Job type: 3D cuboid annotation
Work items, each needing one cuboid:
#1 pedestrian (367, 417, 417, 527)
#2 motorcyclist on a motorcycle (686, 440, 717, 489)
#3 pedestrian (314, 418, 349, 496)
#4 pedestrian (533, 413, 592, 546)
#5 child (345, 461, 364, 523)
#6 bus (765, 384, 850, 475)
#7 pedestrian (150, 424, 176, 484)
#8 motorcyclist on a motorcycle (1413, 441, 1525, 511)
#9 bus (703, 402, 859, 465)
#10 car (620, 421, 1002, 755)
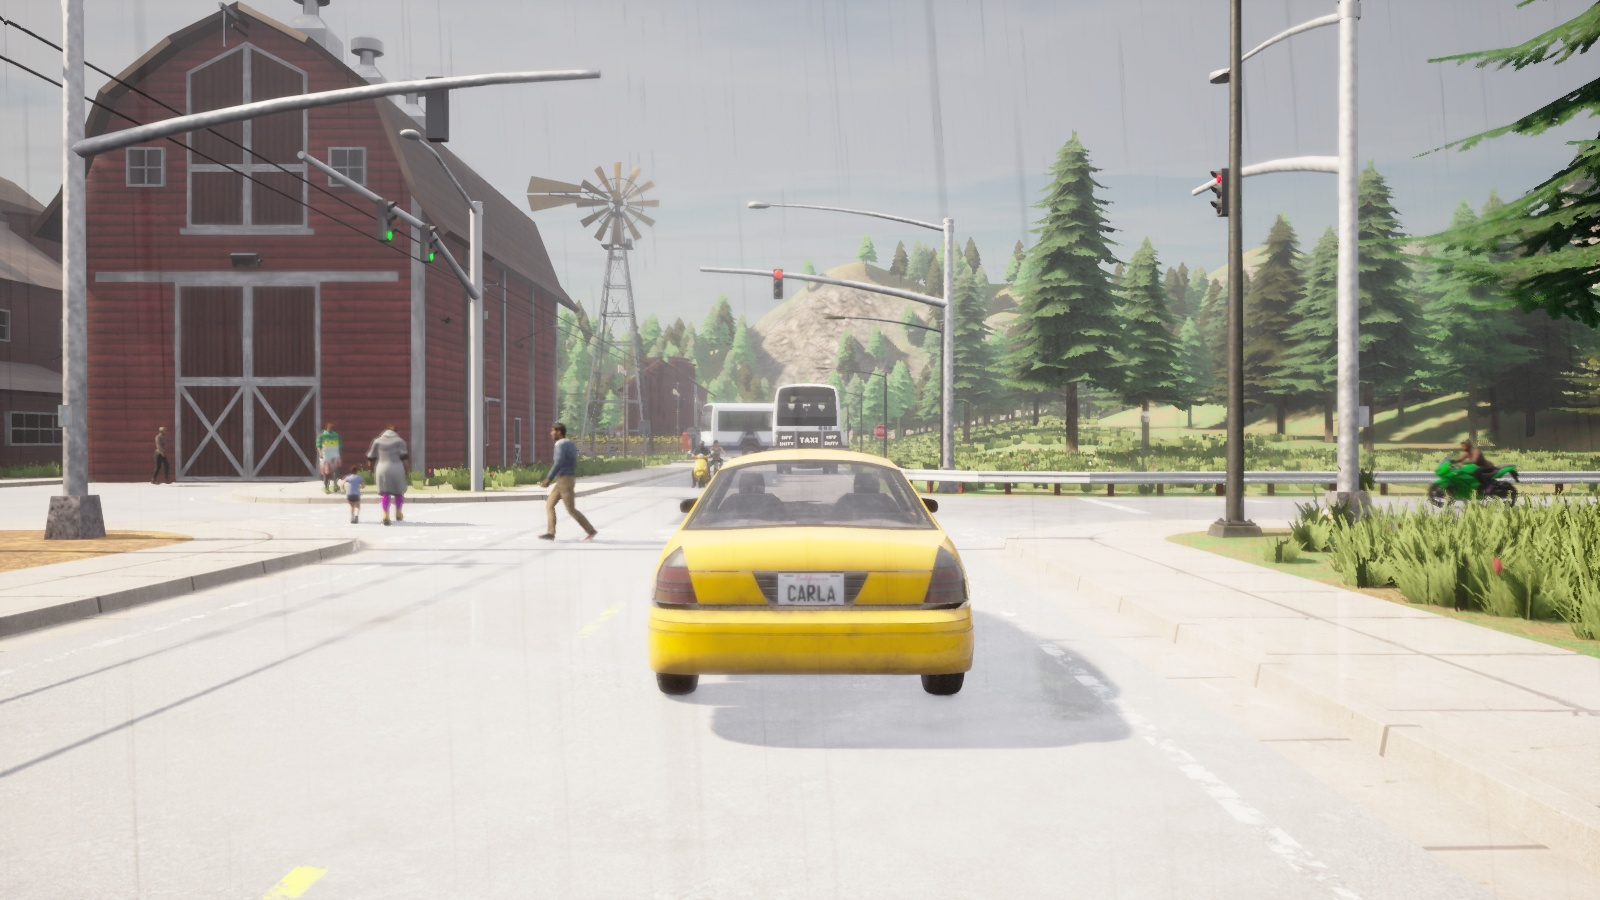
[{"bbox_3d":[-7.338,0.388,22.617,0.659,1.952,0.873,0,0,-4],"label":"pedestrian"},{"bbox_3d":[-3.259,0.462,41.690,0.866,1.590,1.817,0,0,0],"label":"motorcyclist on a motorcycle"},{"bbox_3d":[-11.936,0.181,31.991,0.659,1.952,0.873,0,0,-34],"label":"pedestrian"},{"bbox_3d":[-3.523,0.433,18.676,0.788,1.949,0.423,0,0,1],"label":"pedestrian"},{"bbox_3d":[-8.140,0.766,22.955,0.255,1.110,0.394,0,0,-8],"label":"child"},{"bbox_3d":[0.361,-0.989,63.582,3.944,4.253,10.273,0,0,0],"label":"bus"},{"bbox_3d":[-19.825,0.125,39.108,0.634,1.846,0.331,0,0,0],"label":"pedestrian"},{"bbox_3d":[14.778,0.557,27.759,2.044,1.523,0.797,0,0,-1],"label":"motorcyclist on a motorcycle"},{"bbox_3d":[-1.369,-1.128,88.626,10.273,4.253,3.944,0,0,-19],"label":"bus"},{"bbox_3d":[0.063,0.637,8.603,1.801,1.575,5.366,0,0,0],"label":"car"}]
